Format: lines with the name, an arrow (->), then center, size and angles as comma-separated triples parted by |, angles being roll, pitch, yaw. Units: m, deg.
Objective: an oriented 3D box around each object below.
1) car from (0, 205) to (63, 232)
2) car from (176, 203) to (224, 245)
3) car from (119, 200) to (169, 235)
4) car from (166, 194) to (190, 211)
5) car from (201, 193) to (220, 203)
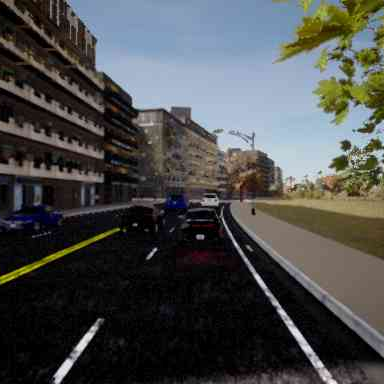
car -> -9.285, 1.519, 19.766 | 1.812, 1.442, 4.674 | 0, 0, 3
car -> 0.416, 1.482, 15.303 | 1.837, 1.490, 4.892 | 0, 0, 2
car -> -2.687, 1.444, 18.718 | 1.882, 1.535, 5.008 | 0, 0, 2
car -> -1.533, 1.192, 36.321 | 2.150, 2.045, 5.566 | 0, 0, 5
car -> 2.449, 1.204, 43.841 | 2.150, 2.045, 5.566 | 0, 0, 6
